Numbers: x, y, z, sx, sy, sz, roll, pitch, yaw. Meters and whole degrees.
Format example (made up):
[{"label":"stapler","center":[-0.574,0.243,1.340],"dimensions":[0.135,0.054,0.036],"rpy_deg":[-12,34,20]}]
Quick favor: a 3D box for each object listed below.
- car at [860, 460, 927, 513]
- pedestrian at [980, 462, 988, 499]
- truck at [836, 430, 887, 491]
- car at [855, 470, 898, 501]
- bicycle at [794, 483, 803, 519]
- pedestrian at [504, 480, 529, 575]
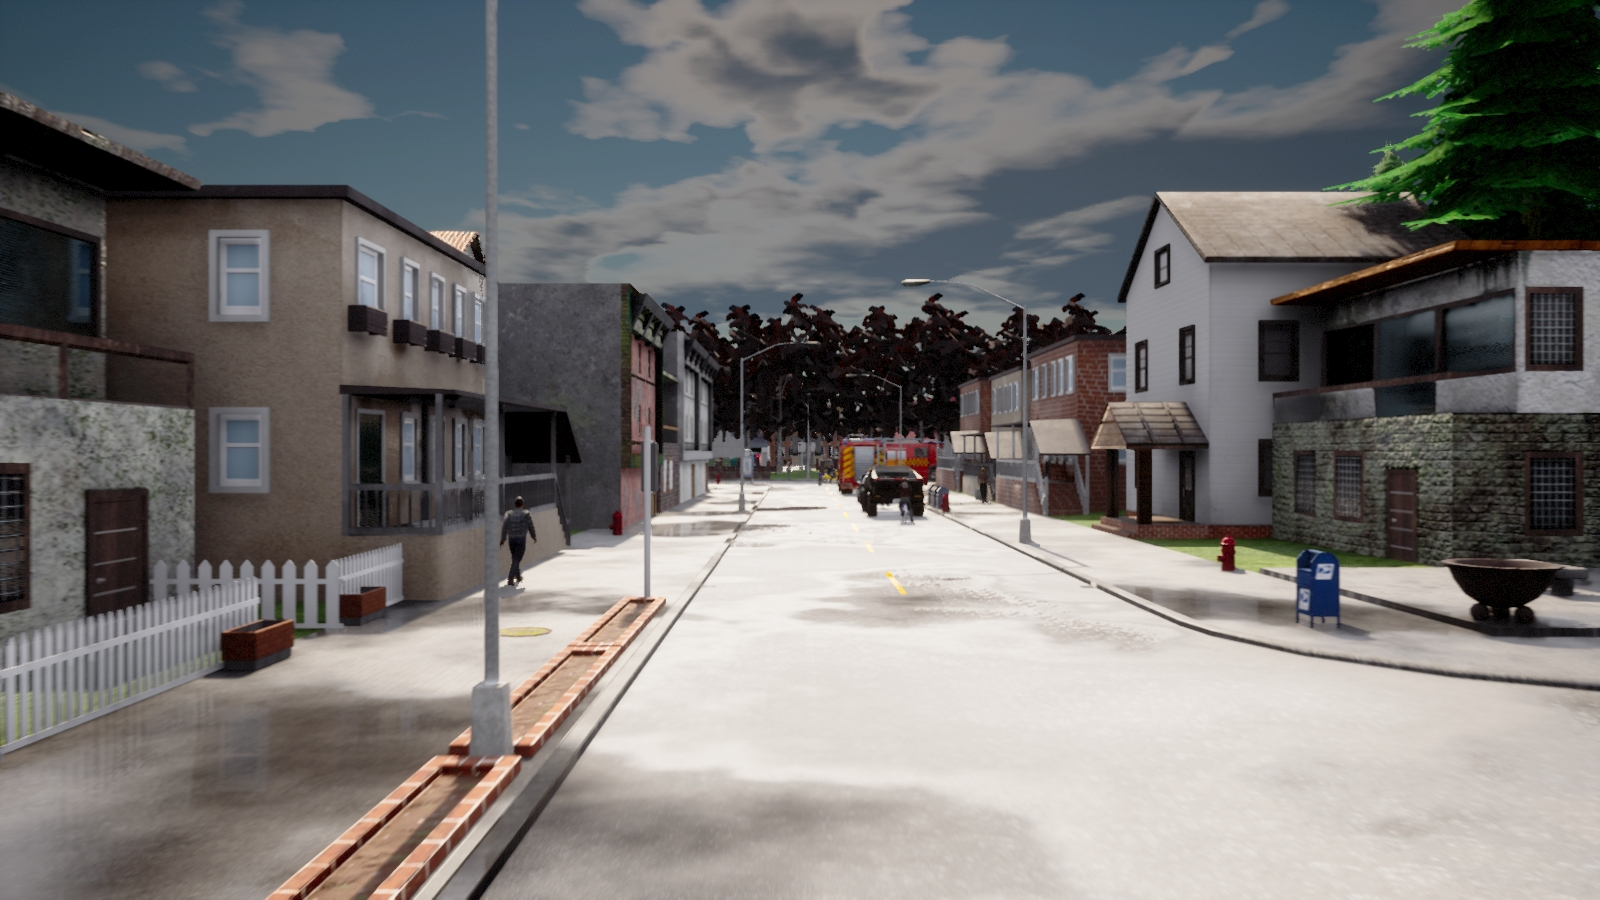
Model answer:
[{"label":"car","center":[4.005,1.534,49.923],"dimensions":[2.390,2.098,6.274],"rpy_deg":[0,0,0]},{"label":"pedestrian","center":[9.221,1.524,57.336],"dimensions":[0.375,1.860,0.375],"rpy_deg":[0,0,2]},{"label":"truck","center":[4.001,0.671,75.981],"dimensions":[2.891,3.827,8.468],"rpy_deg":[0,0,0]},{"label":"car","center":[4.007,1.845,60.318],"dimensions":[1.970,1.475,3.806],"rpy_deg":[0,0,0]},{"label":"bicycle","center":[-0.043,1.940,43.877],"dimensions":[0.329,1.271,1.835],"rpy_deg":[0,0,0]},{"label":"pedestrian","center":[-5.603,1.524,22.562],"dimensions":[0.375,1.860,0.375],"rpy_deg":[0,0,4]}]
